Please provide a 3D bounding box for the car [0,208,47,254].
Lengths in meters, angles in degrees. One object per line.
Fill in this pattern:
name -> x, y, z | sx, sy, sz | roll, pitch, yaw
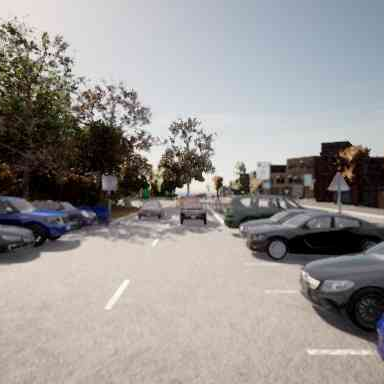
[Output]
car -> -8.166, 1.464, 11.751 | 4.892, 1.521, 2.231 | 0, 0, 0

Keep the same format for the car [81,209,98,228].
car -> -8.098, 1.309, 20.231 | 4.553, 1.767, 2.185 | 0, -1, 0

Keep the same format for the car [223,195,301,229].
car -> 4.441, 1.199, 17.489 | 5.566, 2.045, 2.435 | 0, 0, 0

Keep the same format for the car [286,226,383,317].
car -> 4.417, 1.513, 6.187 | 4.674, 1.452, 2.002 | 0, 0, 0

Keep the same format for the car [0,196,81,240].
car -> -8.132, 1.206, 14.451 | 5.566, 2.045, 2.435 | 0, 0, 0

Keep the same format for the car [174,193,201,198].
car -> -0.753, 1.215, 42.141 | 2.097, 1.767, 4.553 | 0, 0, -12

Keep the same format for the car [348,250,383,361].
car -> 4.411, 1.516, 3.361 | 4.674, 1.452, 2.002 | 0, 0, 0

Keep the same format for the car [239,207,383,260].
car -> 4.419, 1.464, 11.837 | 5.008, 1.535, 2.097 | 0, 0, 0

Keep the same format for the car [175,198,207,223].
car -> 0.097, 1.439, 24.578 | 2.128, 1.511, 4.902 | 0, 0, 0

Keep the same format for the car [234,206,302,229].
car -> 4.415, 1.497, 14.665 | 4.674, 1.452, 2.002 | 0, 0, 0

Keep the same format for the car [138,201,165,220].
car -> -3.330, 1.459, 27.834 | 1.812, 1.442, 4.674 | 0, 0, 0
